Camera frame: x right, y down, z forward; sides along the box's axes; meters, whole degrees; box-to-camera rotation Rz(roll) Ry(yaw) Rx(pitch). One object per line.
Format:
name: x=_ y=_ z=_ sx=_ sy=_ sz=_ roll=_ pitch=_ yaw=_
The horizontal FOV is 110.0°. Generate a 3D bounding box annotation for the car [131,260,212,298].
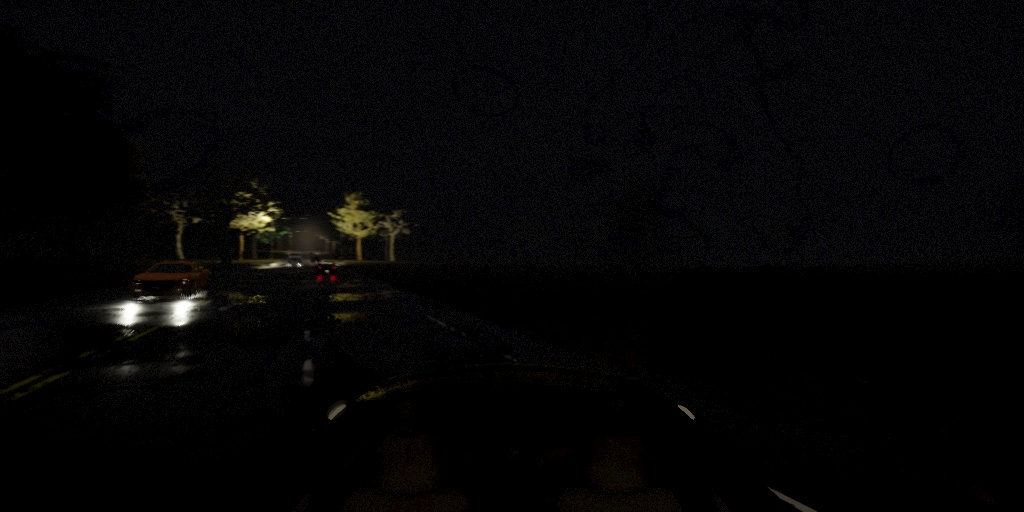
car: x=-15.520 y=0.976 z=16.599 sx=1.882 sy=1.535 sz=5.008 roll=2 pitch=-1 yaw=-30

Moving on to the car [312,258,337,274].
car: x=-19.292 y=1.163 z=37.193 sx=1.895 sy=1.301 sz=4.718 roll=2 pitch=0 yaw=-30
